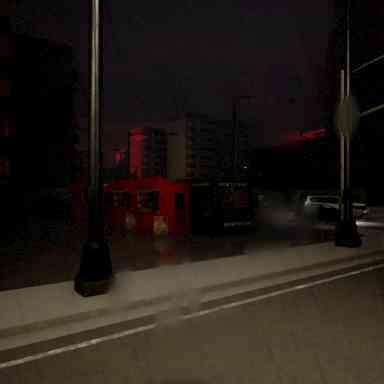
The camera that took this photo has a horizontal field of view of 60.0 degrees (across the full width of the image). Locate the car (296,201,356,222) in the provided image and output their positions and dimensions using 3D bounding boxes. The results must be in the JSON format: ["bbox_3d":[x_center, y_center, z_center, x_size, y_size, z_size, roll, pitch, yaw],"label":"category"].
[{"bbox_3d":[10.578,1.667,27.037,1.994,1.385,4.181,0,-1,-36],"label":"car"}]

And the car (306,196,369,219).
[{"bbox_3d":[12.797,1.339,29.946,2.150,2.045,5.566,0,-1,-36],"label":"car"}]

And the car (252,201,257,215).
[{"bbox_3d":[5.396,1.685,34.197,1.882,1.535,5.008,0,-1,-36],"label":"car"}]
